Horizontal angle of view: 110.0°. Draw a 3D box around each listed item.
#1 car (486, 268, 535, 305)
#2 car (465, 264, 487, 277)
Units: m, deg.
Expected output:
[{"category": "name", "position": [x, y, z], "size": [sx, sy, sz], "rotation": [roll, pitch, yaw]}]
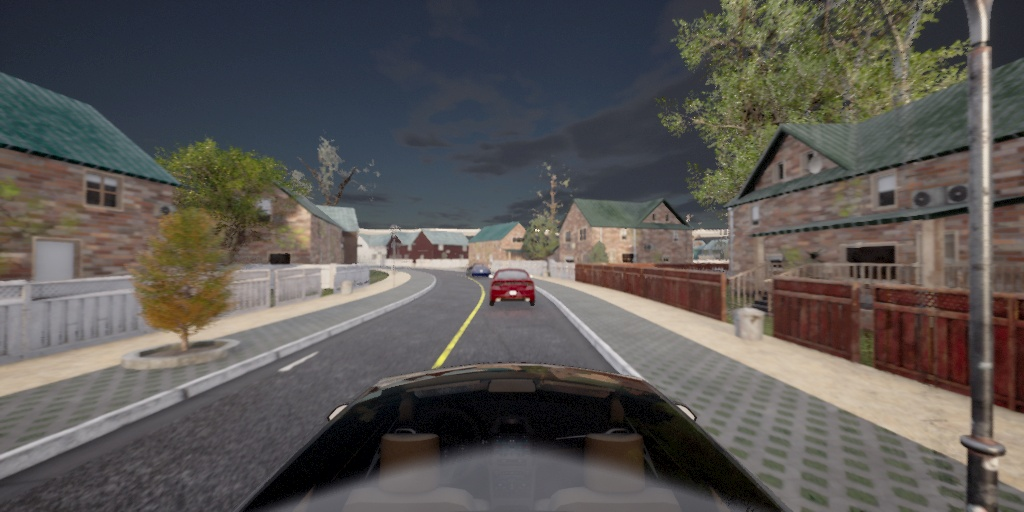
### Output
[{"category": "car", "position": [-0.042, 1.295, 16.434], "size": [1.882, 1.535, 5.008], "rotation": [0, 0, -2]}, {"category": "car", "position": [-3.583, 1.467, 37.271], "size": [1.994, 1.385, 4.181], "rotation": [0, 0, -16]}]
